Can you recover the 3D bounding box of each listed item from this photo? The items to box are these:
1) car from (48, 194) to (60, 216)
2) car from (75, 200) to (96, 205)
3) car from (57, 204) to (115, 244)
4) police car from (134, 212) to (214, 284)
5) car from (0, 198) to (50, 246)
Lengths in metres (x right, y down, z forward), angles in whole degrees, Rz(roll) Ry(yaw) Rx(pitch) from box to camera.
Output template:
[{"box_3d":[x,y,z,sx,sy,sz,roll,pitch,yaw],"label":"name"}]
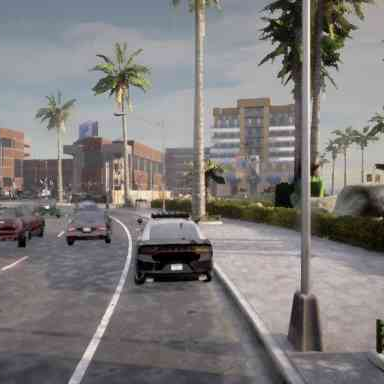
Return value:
[{"box_3d":[-12.998,1.339,29.700,2.097,1.767,4.553,0,0,-26],"label":"car"},{"box_3d":[-9.976,1.517,31.464,1.812,1.442,4.674,0,0,-26],"label":"car"},{"box_3d":[-4.730,1.544,15.756,2.033,1.411,5.357,0,0,-12],"label":"car"},{"box_3d":[-0.655,1.424,9.771,1.930,1.638,5.238,0,0,-7],"label":"police car"},{"box_3d":[-8.178,1.343,15.117,2.097,1.767,4.553,0,0,-12],"label":"car"}]
